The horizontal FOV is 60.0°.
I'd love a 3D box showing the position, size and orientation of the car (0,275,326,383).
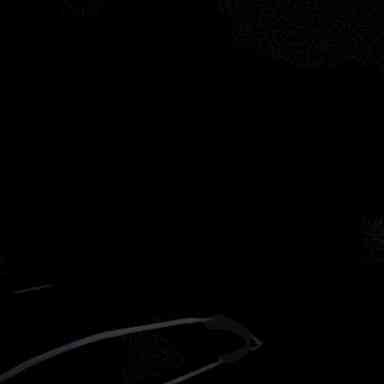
[{"bbox_3d":[-1.079,1.492,2.279,4.902,1.511,2.128,0,0,-35],"label":"car"}]
